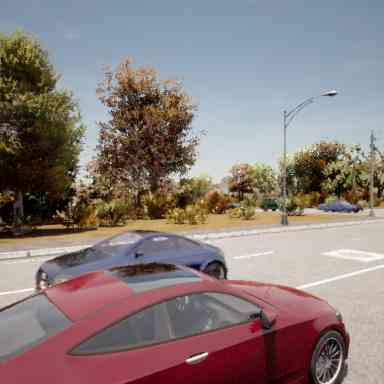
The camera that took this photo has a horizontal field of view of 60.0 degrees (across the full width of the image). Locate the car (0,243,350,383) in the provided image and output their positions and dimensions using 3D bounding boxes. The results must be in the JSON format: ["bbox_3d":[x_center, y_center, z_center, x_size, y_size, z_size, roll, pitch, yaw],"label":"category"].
[{"bbox_3d":[-0.234,1.526,3.577,4.674,1.442,1.812,0,0,-35],"label":"car"}]

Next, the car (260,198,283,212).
[{"bbox_3d":[12.605,1.867,49.302,2.150,2.045,5.566,0,-3,-32],"label":"car"}]

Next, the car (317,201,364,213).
[{"bbox_3d":[18.016,1.815,40.650,2.033,1.411,5.357,0,-2,-32],"label":"car"}]

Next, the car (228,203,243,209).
[{"bbox_3d":[7.222,2.656,57.927,2.128,1.511,4.902,0,-3,-32],"label":"car"}]

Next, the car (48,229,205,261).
[{"bbox_3d":[-1.191,1.564,7.422,4.181,1.385,1.994,0,0,-35],"label":"car"}]
